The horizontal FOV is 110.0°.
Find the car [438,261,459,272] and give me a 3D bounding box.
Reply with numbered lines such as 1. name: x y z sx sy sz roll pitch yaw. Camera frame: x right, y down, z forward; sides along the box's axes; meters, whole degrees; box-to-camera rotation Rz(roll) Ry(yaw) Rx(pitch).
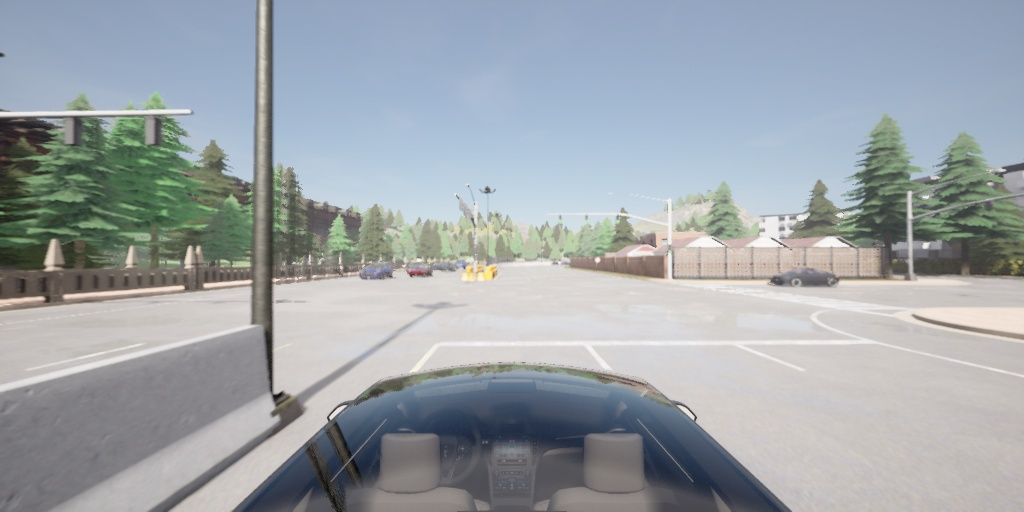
1. car: -10.533 1.966 59.974 1.837 1.490 4.892 0 -1 0

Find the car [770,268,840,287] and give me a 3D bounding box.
1. car: 22.083 1.626 27.164 4.181 1.385 1.994 0 -1 2

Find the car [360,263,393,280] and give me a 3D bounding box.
1. car: -14.006 1.538 37.235 2.097 1.767 4.553 0 -1 0

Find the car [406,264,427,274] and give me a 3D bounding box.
1. car: -14.082 1.902 53.031 1.812 1.442 4.674 0 -1 0

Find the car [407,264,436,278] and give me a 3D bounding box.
1. car: -10.606 1.842 41.807 1.895 1.301 4.718 0 -1 0
